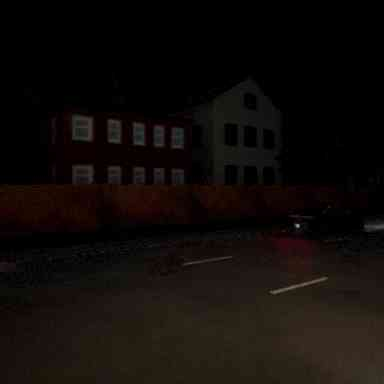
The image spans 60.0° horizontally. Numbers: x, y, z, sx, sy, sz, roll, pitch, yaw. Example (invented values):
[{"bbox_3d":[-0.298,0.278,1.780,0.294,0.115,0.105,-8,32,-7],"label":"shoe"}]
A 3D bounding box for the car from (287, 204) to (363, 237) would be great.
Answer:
[{"bbox_3d":[7.034,1.377,17.353,4.902,1.511,2.128,-1,0,-35],"label":"car"}]
